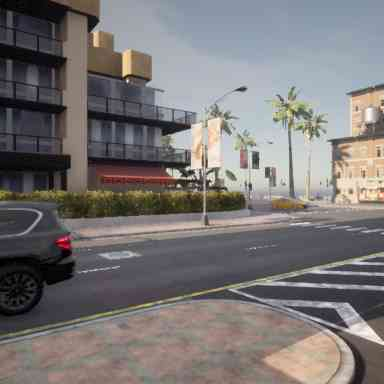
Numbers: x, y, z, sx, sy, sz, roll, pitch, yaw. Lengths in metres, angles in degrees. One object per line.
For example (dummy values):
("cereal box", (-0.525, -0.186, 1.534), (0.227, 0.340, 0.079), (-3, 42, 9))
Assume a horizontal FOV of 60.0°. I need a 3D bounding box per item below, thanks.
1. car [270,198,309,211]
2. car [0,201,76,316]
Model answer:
("car", (12.060, 1.477, 41.349), (1.882, 1.535, 5.008), (0, 0, -35))
("car", (-5.004, 1.217, 5.949), (5.566, 2.045, 2.150), (-1, 0, -35))
